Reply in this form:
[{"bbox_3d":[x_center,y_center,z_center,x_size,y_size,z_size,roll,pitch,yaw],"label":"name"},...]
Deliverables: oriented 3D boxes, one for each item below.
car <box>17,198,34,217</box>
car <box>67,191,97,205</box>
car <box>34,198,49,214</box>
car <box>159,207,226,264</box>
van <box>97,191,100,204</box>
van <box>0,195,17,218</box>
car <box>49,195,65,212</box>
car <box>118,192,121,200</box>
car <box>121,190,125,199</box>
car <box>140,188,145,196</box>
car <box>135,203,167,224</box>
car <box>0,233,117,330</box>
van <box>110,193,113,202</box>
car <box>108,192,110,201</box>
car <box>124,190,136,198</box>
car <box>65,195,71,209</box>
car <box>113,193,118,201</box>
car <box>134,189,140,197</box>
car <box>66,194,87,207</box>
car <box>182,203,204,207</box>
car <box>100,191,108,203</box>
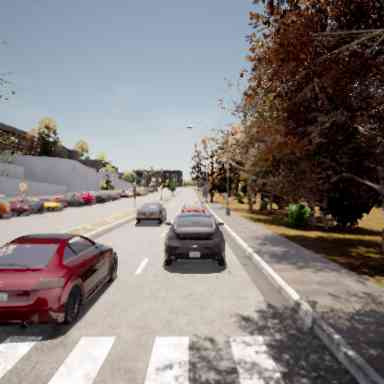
[{"bbox_3d":[-16.865,1.476,29.368,4.674,1.452,2.002,-1,1,-20],"label":"car"},{"bbox_3d":[-16.886,1.010,47.261,5.566,2.045,2.435,-1,1,-20],"label":"car"},{"bbox_3d":[-16.894,1.451,32.340,4.792,1.488,2.163,-1,1,-20],"label":"car"},{"bbox_3d":[0.090,1.477,11.600,1.837,1.490,4.892,0,0,0],"label":"car"},{"bbox_3d":[-16.749,0.989,50.304,4.442,1.987,1.878,-1,1,-20],"label":"van"},{"bbox_3d":[-16.767,1.224,26.435,4.442,1.987,1.878,-1,0,-20],"label":"van"},{"bbox_3d":[-16.693,1.390,35.409,5.366,1.575,1.946,-1,0,-20],"label":"car"},{"bbox_3d":[-16.839,1.034,65.175,4.674,1.452,2.002,-1,1,-20],"label":"car"},{"bbox_3d":[-16.815,0.978,68.193,4.792,1.488,2.163,-1,1,-20],"label":"car"},{"bbox_3d":[-16.801,0.323,92.207,5.566,2.045,2.435,-1,1,-20],"label":"car"},{"bbox_3d":[-2.913,1.510,24.503,2.033,1.411,5.357,0,0,0],"label":"car"},{"bbox_3d":[-2.926,1.544,7.015,1.994,1.385,4.181,0,0,0],"label":"car"},{"bbox_3d":[-16.959,0.860,59.164,4.442,1.987,1.878,-1,1,-20],"label":"van"},{"bbox_3d":[-16.844,1.129,56.228,4.892,1.521,2.231,-1,1,-20],"label":"car"},{"bbox_3d":[-16.806,0.799,80.197,4.792,1.488,2.163,-1,1,-20],"label":"car"},{"bbox_3d":[-16.836,1.398,38.337,4.792,1.488,2.163,-1,0,-20],"label":"car"},{"bbox_3d":[-16.818,0.913,62.200,4.553,1.767,2.185,-1,1,-20],"label":"car"},{"bbox_3d":[-16.999,0.677,86.120,5.366,1.575,1.946,-1,1,-20],"label":"car"},{"bbox_3d":[-16.855,1.340,44.294,4.674,1.452,2.002,-1,1,-20],"label":"car"},{"bbox_3d":[0.097,1.550,28.044,1.895,1.301,4.718,0,0,0],"label":"car"},{"bbox_3d":[-16.831,0.921,53.256,5.566,2.045,2.435,-1,1,-20],"label":"car"}]
